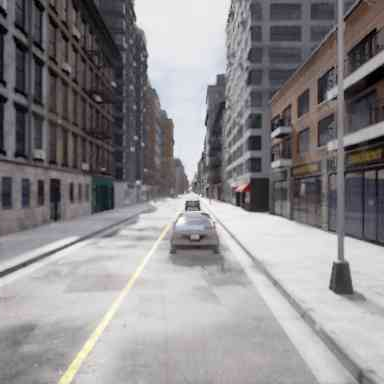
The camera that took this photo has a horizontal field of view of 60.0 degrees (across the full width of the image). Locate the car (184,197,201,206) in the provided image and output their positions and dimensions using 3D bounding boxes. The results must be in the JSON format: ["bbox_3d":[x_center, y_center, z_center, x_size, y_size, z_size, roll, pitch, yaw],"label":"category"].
[{"bbox_3d":[0.085,1.429,41.908,2.128,1.511,4.902,0,0,0],"label":"car"}]

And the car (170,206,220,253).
[{"bbox_3d":[0.095,1.528,13.476,2.033,1.411,5.357,0,0,0],"label":"car"}]
